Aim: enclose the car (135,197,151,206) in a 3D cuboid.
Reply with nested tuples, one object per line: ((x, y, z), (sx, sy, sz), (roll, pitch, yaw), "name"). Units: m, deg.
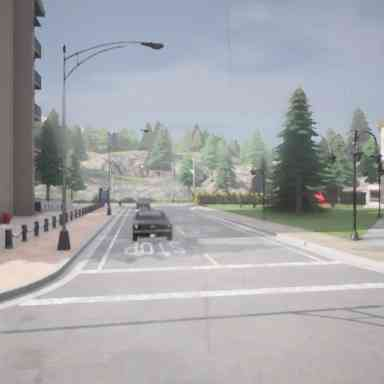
((-6.622, 1.492, 45.002), (1.837, 1.490, 4.892), (0, 0, -9), "car")

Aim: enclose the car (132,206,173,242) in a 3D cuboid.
((-2.059, 1.592, 16.698), (1.895, 1.301, 4.718), (0, 0, -9), "car")
